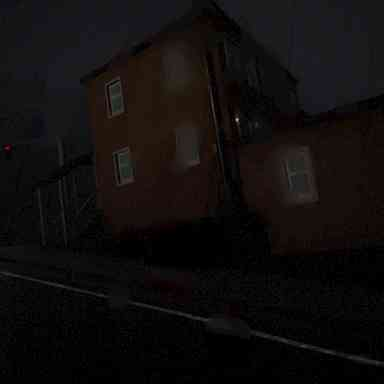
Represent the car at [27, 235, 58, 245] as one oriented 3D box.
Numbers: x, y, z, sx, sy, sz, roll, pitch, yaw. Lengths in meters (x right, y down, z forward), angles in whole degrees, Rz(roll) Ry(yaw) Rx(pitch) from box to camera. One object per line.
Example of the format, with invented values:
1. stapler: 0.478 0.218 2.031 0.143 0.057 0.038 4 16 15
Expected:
1. car: -12.145 4.593 29.483 2.128 1.511 4.902 -13 -12 35
